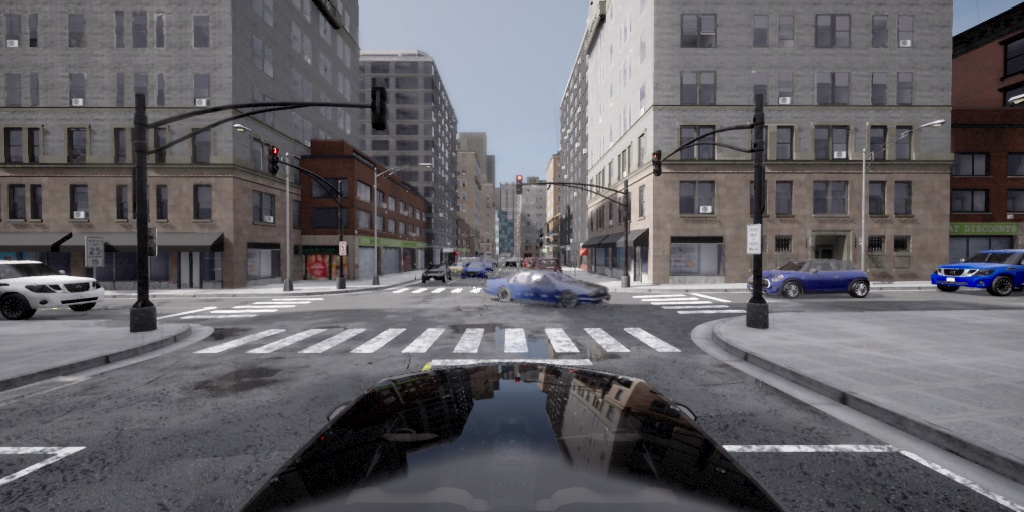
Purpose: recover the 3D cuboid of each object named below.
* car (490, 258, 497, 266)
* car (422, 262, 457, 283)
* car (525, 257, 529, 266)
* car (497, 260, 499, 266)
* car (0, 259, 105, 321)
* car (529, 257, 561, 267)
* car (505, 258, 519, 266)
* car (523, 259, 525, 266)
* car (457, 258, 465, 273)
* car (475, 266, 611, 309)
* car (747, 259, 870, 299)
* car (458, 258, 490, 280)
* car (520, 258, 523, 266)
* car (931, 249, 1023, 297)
[{"bbox_3d":[-3.295,1.301,45.366,2.033,1.411,5.357,0,0,0],"label":"car"},{"bbox_3d":[-5.786,1.319,28.103,1.948,1.339,4.313,0,0,0],"label":"car"},{"bbox_3d":[2.714,1.069,33.729,2.192,1.841,5.009,0,0,0],"label":"car"},{"bbox_3d":[-3.284,1.290,62.970,1.837,1.490,4.892,0,0,0],"label":"car"},{"bbox_3d":[-18.453,1.145,12.964,5.566,2.045,2.150,-1,1,-2],"label":"car"},{"bbox_3d":[2.740,1.068,28.143,2.192,1.841,5.009,0,0,0],"label":"car"},{"bbox_3d":[-0.181,1.226,61.313,1.882,1.535,5.008,0,0,0],"label":"car"},{"bbox_3d":[2.663,1.279,45.071,1.751,1.417,4.829,0,0,0],"label":"car"},{"bbox_3d":[-5.839,1.279,39.104,1.751,1.417,4.829,0,0,0],"label":"car"},{"bbox_3d":[1.281,1.288,15.036,5.357,1.411,2.033,0,0,35],"label":"car"},{"bbox_3d":[13.399,0.938,16.423,4.553,1.767,2.097,-1,1,-1],"label":"car"},{"bbox_3d":[-3.234,1.231,31.302,1.882,1.535,5.008,0,0,0],"label":"car"},{"bbox_3d":[2.638,1.067,50.486,2.192,1.841,5.009,0,0,0],"label":"car"},{"bbox_3d":[22.974,0.708,16.533,5.566,2.045,2.150,-1,1,0],"label":"car"}]
